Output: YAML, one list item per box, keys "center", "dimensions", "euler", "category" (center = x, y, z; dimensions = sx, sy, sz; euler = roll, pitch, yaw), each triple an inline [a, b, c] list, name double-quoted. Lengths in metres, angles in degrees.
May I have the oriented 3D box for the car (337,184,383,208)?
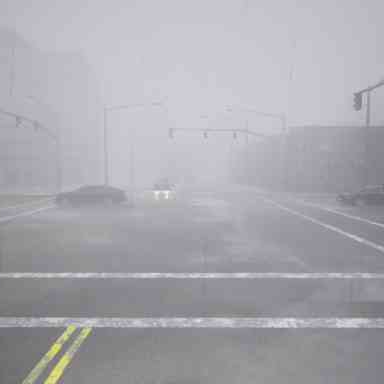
- center: [12.580, 0.231, 22.847]
  dimensions: [4.892, 1.490, 1.837]
  euler: [0, 4, 0]
  category: "car"

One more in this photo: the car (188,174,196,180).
- center: [0.019, -3.701, 80.733]
  dimensions: [2.033, 1.411, 5.357]
  euler: [0, 4, 0]
  category: "car"

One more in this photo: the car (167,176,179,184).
- center: [-3.552, -2.281, 61.457]
  dimensions: [1.895, 1.301, 4.718]
  euler: [0, 4, 0]
  category: "car"

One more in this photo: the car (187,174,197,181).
- center: [0.016, -2.975, 70.906]
  dimensions: [1.994, 1.385, 4.181]
  euler: [0, 4, 0]
  category: "car"

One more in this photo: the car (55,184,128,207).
- center: [-6.916, 0.225, 22.944]
  dimensions: [4.892, 1.490, 1.837]
  euler: [0, 4, 0]
  category: "car"

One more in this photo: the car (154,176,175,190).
- center: [-3.588, -0.965, 41.432]
  dimensions: [1.994, 1.385, 4.181]
  euler: [0, 4, 0]
  category: "car"

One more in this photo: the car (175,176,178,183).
- center: [-3.583, -1.694, 51.338]
  dimensions: [1.837, 1.490, 4.892]
  euler: [0, 4, 0]
  category: "car"
